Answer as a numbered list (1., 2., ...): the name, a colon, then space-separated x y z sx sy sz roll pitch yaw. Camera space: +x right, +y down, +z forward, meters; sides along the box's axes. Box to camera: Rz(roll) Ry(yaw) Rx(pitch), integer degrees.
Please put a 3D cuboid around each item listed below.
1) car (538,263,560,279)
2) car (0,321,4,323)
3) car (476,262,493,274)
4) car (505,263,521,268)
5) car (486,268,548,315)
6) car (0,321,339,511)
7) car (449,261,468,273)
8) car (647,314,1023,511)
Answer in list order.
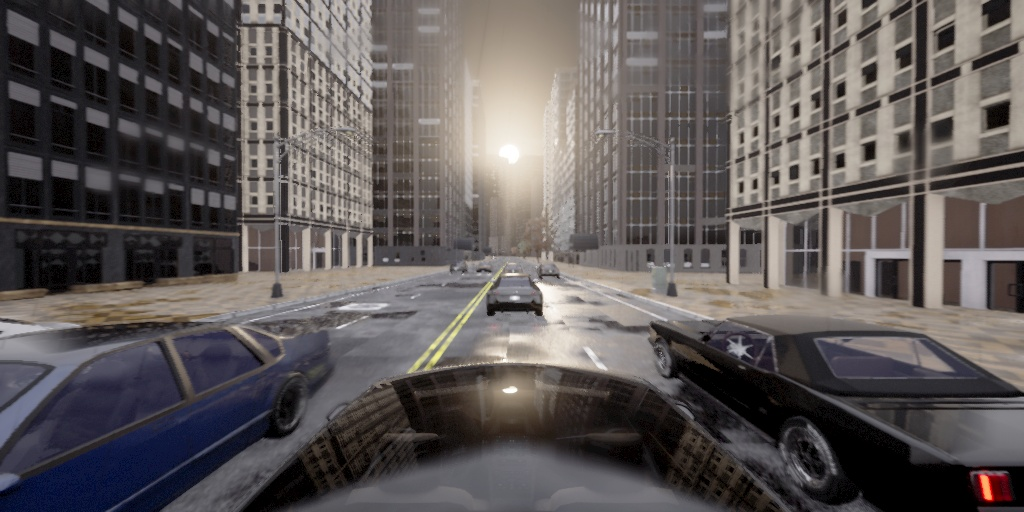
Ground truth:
1. car: 3.345 1.390 33.771 2.033 1.411 5.357 0 0 0
2. car: -6.610 1.279 2.966 1.812 1.442 4.674 0 0 0
3. car: -3.346 1.415 44.482 2.033 1.411 5.357 0 0 0
4. car: 0.093 1.390 33.901 2.033 1.411 5.357 0 0 0
5. car: 0.097 1.351 13.768 1.994 1.385 4.181 0 0 0
6. car: -3.349 1.300 2.693 2.033 1.411 5.357 0 0 0
7. car: -6.589 1.359 44.807 2.128 1.511 4.902 0 0 0
8. car: 3.342 1.359 4.334 1.895 1.301 4.718 0 0 0
